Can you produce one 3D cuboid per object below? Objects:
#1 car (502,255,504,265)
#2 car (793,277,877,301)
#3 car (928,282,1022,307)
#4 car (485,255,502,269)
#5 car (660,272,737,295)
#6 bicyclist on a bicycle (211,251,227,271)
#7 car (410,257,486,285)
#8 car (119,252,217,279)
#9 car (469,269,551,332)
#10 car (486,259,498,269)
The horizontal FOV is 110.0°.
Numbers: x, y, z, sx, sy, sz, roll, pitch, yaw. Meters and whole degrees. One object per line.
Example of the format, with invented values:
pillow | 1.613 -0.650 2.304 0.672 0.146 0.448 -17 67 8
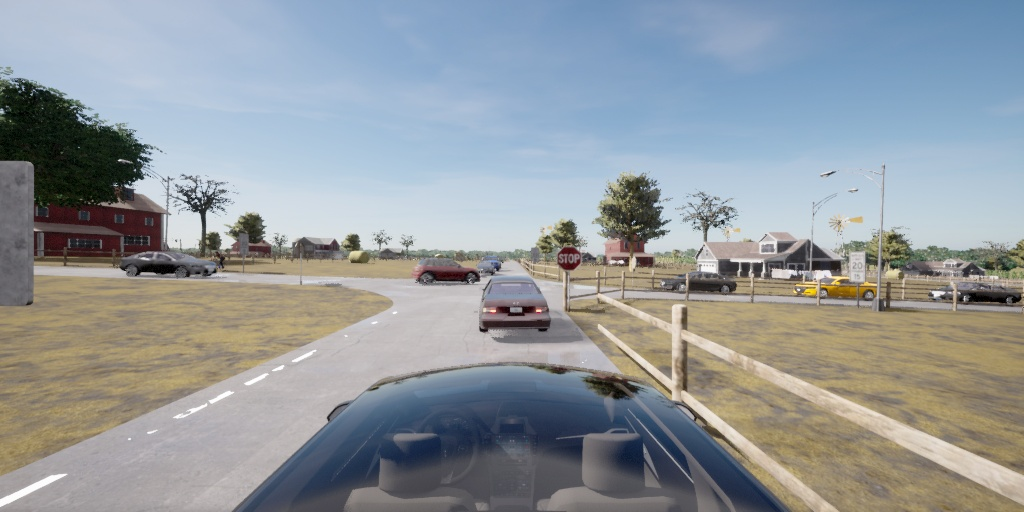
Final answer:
car | -2.821 1.135 58.427 2.097 1.767 4.553 0 0 0
car | 22.199 2.155 24.628 5.008 1.535 1.882 2 0 0
car | 31.675 2.555 24.632 4.902 1.511 2.128 2 0 0
car | -2.828 0.993 48.335 2.150 2.045 5.566 0 0 0
car | 12.708 1.805 24.570 4.892 1.490 1.837 2 0 -2
bicyclist on a bicycle | -22.612 0.407 27.619 0.582 1.620 1.656 2 0 0
car | -4.465 0.980 24.491 4.553 1.767 2.097 2 0 -31
car | -20.599 0.507 21.634 4.902 1.511 2.128 2 0 0
car | -0.032 1.299 10.844 2.033 1.411 5.357 0 0 -3
car | -2.843 1.290 38.371 1.812 1.442 4.674 0 0 0
